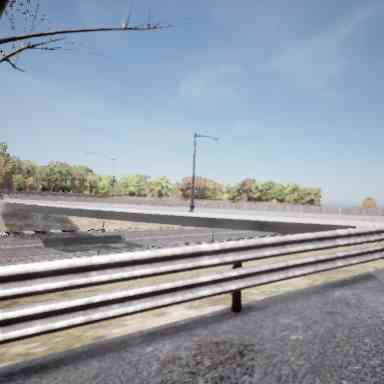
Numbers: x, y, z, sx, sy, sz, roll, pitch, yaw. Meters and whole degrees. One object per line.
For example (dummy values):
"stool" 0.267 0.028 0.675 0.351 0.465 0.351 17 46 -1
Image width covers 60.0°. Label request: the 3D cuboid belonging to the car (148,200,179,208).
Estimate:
"car" -4.746 1.957 54.666 5.357 1.411 2.033 1 -2 31
